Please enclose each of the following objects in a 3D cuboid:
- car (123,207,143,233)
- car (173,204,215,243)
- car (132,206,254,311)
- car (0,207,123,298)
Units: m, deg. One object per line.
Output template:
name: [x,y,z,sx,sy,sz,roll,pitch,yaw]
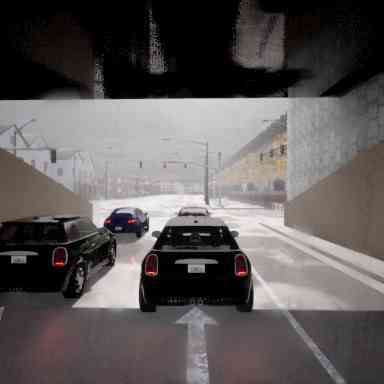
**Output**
car: [-3.411,1.526,17.729,1.812,1.442,4.674,0,0,0]
car: [0.089,1.478,17.183,1.882,1.535,5.008,0,0,0]
car: [0.080,1.352,7.915,2.097,1.767,4.553,0,0,0]
car: [-3.415,1.352,8.678,2.097,1.767,4.553,0,0,0]
